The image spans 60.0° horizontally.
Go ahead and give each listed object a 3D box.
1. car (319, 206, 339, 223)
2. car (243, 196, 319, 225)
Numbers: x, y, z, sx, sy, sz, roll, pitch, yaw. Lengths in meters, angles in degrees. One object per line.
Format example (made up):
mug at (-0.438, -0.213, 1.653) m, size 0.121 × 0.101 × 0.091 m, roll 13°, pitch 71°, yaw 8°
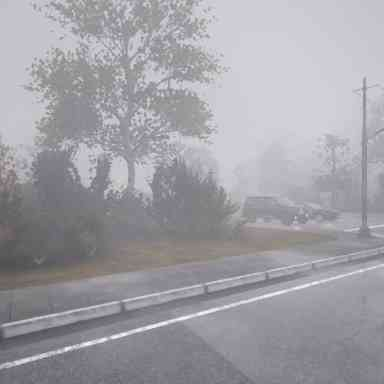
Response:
car at (9.300, 1.566, 26.890) m, size 1.882 × 1.535 × 5.008 m, roll 0°, pitch -1°, yaw -39°
car at (6.265, 1.316, 25.146) m, size 2.150 × 2.045 × 5.566 m, roll 0°, pitch -1°, yaw -37°
